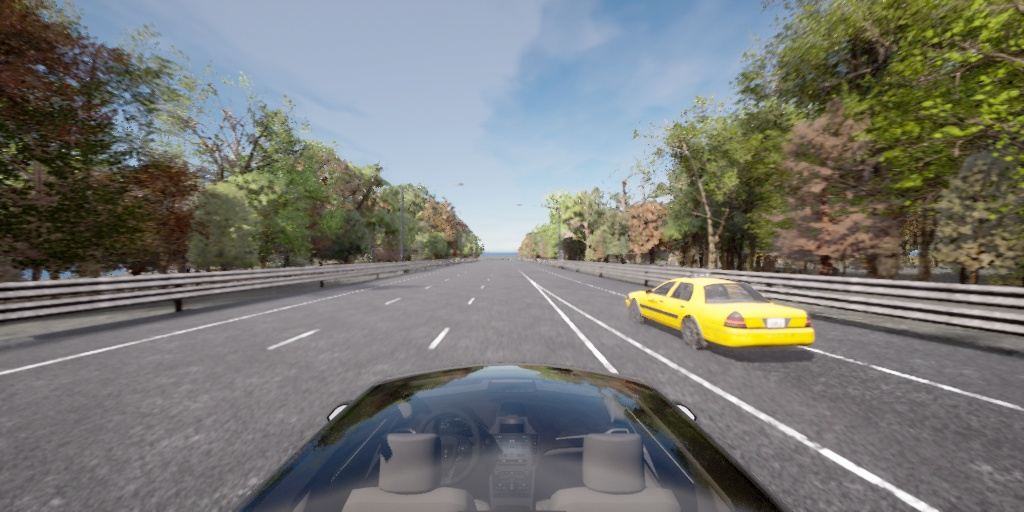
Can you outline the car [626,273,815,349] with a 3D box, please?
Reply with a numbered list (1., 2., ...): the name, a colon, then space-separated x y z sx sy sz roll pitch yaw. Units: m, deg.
1. car: 4.606 1.193 9.076 1.801 1.575 5.366 0 0 -4
